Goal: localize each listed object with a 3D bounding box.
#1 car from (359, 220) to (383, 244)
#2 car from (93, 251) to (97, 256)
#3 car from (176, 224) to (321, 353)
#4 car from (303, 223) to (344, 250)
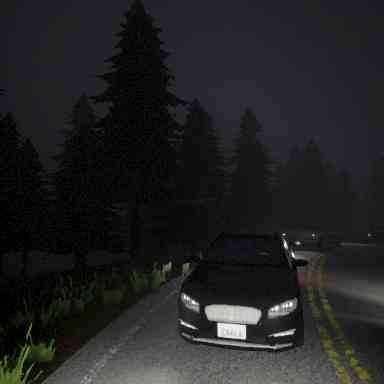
[{"bbox_3d":[15.818,3.223,26.448,5.566,2.045,2.150,8,-8,-28],"label":"car"},{"bbox_3d":[-20.282,13.650,72.959,4.181,1.381,1.994,-2,-5,31],"label":"car"},{"bbox_3d":[1.131,1.561,6.596,2.128,1.511,4.902,-1,-2,15],"label":"car"},{"bbox_3d":[6.489,2.307,17.682,1.895,1.301,4.718,-3,-6,39],"label":"car"}]
